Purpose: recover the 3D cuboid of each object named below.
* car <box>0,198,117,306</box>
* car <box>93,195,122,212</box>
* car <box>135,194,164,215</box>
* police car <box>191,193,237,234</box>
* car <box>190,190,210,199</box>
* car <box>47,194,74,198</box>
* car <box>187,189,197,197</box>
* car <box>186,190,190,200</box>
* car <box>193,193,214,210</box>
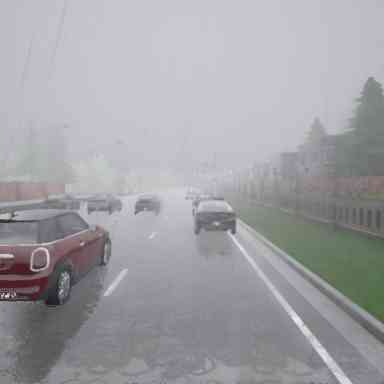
[{"bbox_3d":[-3.400,1.189,7.784,2.097,1.767,4.553,0,1,0],"label":"car"},{"bbox_3d":[-6.900,0.940,26.645,2.128,1.511,4.902,0,1,0],"label":"car"},{"bbox_3d":[-3.399,0.950,26.794,1.837,1.490,4.892,0,1,0],"label":"car"},{"bbox_3d":[1.051,1.079,16.717,1.930,1.638,5.238,0,1,0],"label":"police car"},{"bbox_3d":[1.051,0.802,26.573,2.097,1.767,4.553,0,1,0],"label":"car"},{"bbox_3d":[-10.399,0.950,26.799,1.837,1.490,4.892,0,1,0],"label":"car"},{"bbox_3d":[0.003,0.220,64.457,2.033,1.411,5.357,0,1,0],"label":"car"},{"bbox_3d":[0.005,0.573,49.889,1.895,1.301,4.718,0,1,0],"label":"car"},{"bbox_3d":[1.052,0.853,32.606,1.812,1.442,4.674,0,1,0],"label":"car"}]
